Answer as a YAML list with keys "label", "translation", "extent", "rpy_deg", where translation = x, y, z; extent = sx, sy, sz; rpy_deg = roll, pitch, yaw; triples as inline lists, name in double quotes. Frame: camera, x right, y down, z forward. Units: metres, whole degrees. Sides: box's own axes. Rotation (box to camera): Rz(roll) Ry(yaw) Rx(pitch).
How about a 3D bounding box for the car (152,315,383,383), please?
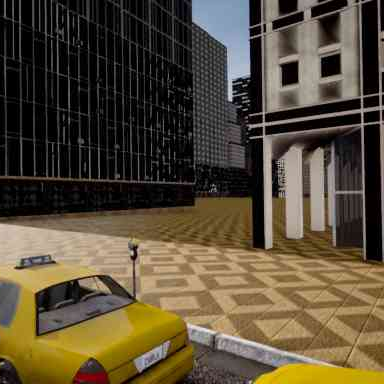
- label: "car"
  translation: [2.247, 1.525, 1.291]
  extent: [4.829, 1.417, 1.752]
  rpy_deg: [0, -1, 35]

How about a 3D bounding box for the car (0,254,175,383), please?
- label: "car"
  translation: [-2.256, 1.527, 4.487]
  extent: [4.829, 1.417, 1.752]
  rpy_deg: [0, -1, 35]
